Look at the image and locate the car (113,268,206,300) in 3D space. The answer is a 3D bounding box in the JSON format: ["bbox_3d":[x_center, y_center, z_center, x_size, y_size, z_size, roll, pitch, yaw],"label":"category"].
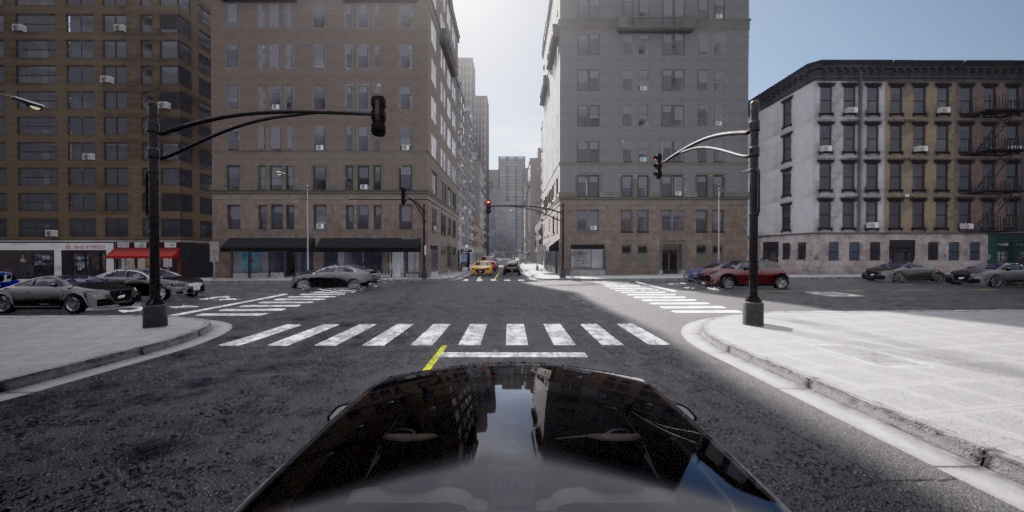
[{"bbox_3d":[-17.797,1.335,17.510,4.902,1.511,2.128,0,1,1],"label":"car"}]

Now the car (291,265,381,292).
[{"bbox_3d":[-10.238,1.263,20.991,4.902,1.511,2.128,0,1,0],"label":"car"}]

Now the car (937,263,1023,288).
[{"bbox_3d":[28.528,1.100,21.185,4.181,1.385,1.994,-1,1,0],"label":"car"}]

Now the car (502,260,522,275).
[{"bbox_3d":[0.017,1.263,39.544,1.837,1.490,4.892,0,0,1],"label":"car"}]

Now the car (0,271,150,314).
[{"bbox_3d":[-17.527,1.442,14.251,4.181,1.385,1.994,0,1,0],"label":"car"}]

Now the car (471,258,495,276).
[{"bbox_3d":[-3.115,1.233,37.526,1.882,1.535,5.008,0,0,0],"label":"car"}]

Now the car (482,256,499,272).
[{"bbox_3d":[-3.124,0.984,47.482,2.150,2.045,5.566,0,0,0],"label":"car"}]

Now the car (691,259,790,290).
[{"bbox_3d":[13.494,0.994,21.096,4.553,1.767,2.097,0,1,-1],"label":"car"}]

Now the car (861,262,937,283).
[{"bbox_3d":[26.549,1.080,24.426,4.181,1.385,1.994,-1,1,0],"label":"car"}]

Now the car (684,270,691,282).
[{"bbox_3d":[14.173,1.127,24.365,4.674,1.442,1.812,0,1,0],"label":"car"}]
